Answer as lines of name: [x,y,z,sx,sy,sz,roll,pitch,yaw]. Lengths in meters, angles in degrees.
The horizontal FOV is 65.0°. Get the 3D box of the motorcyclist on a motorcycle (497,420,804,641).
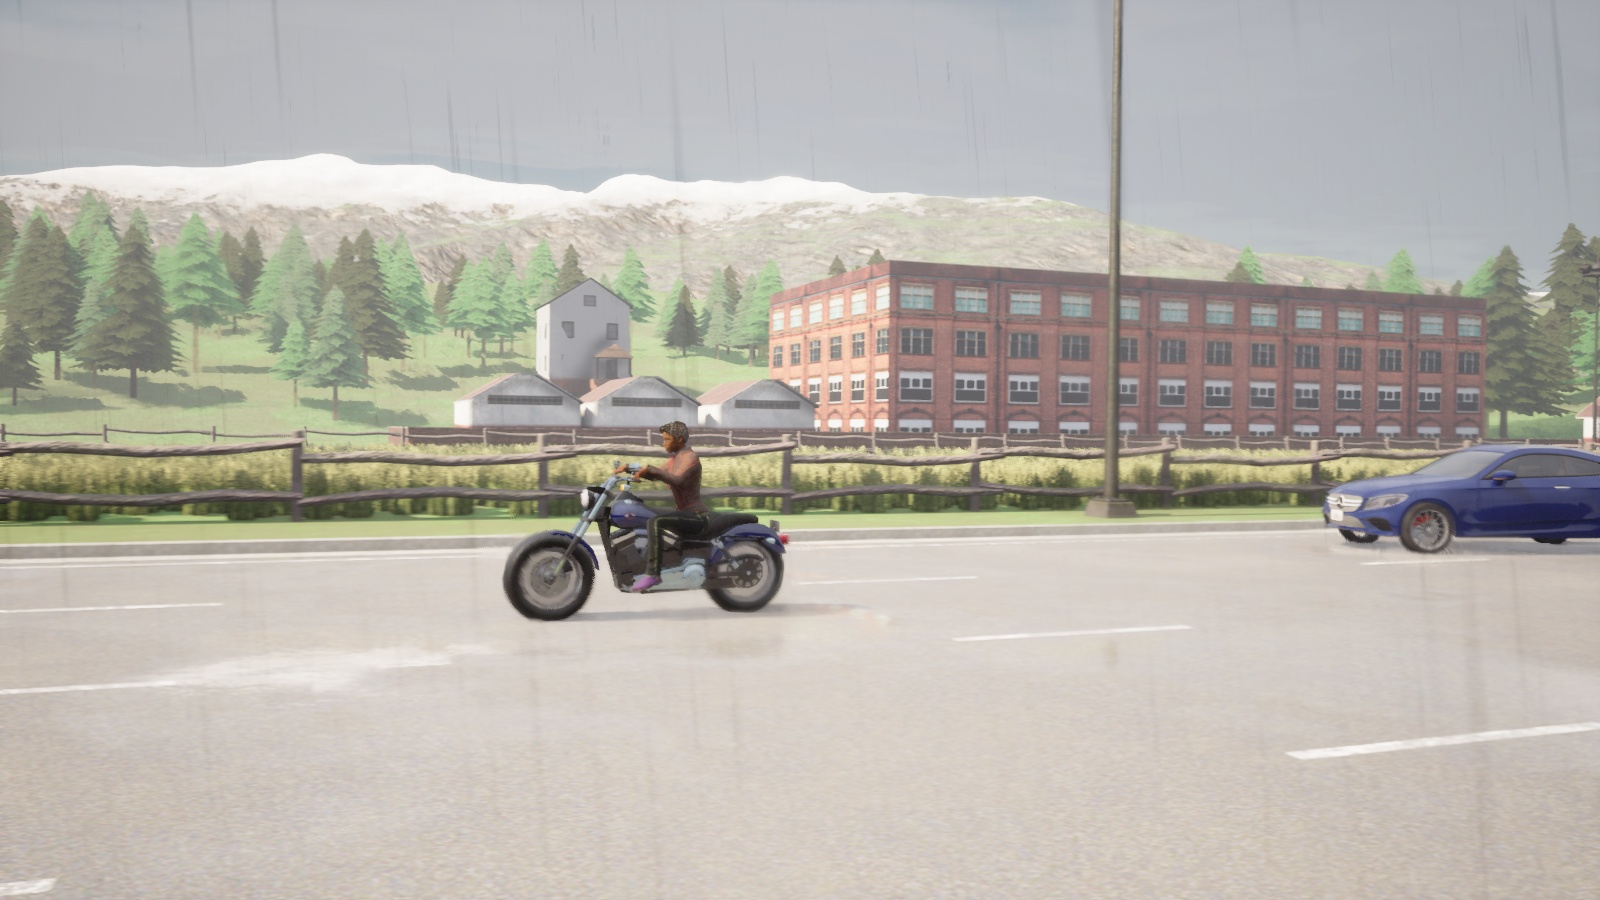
motorcyclist on a motorcycle: [-1.214,0.595,10.267,2.350,1.649,0.766,-1,1,-21]

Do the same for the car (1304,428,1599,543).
car: [9.648,0.441,17.317,4.674,1.442,1.812,-1,1,-5]
